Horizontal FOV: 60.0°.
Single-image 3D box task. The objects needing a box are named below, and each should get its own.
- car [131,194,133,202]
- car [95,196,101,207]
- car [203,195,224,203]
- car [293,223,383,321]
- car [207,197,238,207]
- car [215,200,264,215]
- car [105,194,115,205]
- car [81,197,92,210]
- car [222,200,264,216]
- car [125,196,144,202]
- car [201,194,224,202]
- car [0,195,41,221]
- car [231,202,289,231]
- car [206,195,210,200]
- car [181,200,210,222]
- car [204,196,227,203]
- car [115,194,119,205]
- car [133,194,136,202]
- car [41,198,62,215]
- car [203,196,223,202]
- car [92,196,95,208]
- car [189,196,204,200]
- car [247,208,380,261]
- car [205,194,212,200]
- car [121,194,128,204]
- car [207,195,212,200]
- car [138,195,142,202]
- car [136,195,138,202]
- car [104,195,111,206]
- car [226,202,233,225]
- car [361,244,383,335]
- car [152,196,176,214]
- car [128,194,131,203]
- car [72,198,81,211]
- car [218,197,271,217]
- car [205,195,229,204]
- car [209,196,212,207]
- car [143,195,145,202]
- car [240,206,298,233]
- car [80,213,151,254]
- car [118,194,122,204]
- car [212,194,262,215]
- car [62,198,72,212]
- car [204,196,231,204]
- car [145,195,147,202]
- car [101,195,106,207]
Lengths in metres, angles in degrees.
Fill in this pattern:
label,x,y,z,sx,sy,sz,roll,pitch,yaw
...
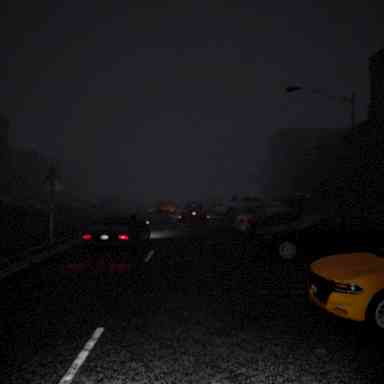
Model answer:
label,x,y,z,sx,sy,sz,roll,pitch,yaw
car,-15.551,1.504,70.485,4.553,1.767,2.185,0,0,0
car,-15.521,1.537,45.669,4.792,1.488,2.163,0,0,0
car,4.885,1.531,75.642,4.553,1.767,2.185,0,0,0
car,4.715,1.479,6.050,5.008,1.535,2.097,0,0,0
car,4.876,1.570,53.412,4.792,1.488,2.163,0,0,0
car,4.784,1.527,33.959,4.674,1.452,2.002,0,0,0
car,-15.509,1.413,53.942,4.553,1.767,2.185,0,0,0
car,-15.371,1.491,40.156,5.366,1.575,1.946,0,0,0
car,4.723,1.505,22.716,4.792,1.488,2.163,0,0,0
car,-15.492,1.856,89.772,5.008,1.535,2.097,0,-1,0
car,4.905,1.457,81.197,5.566,2.045,2.435,0,-1,0
car,-15.523,1.228,26.366,5.566,2.045,2.435,0,0,0
car,4.920,1.473,17.158,5.366,1.575,1.946,0,0,0
car,4.836,1.521,47.728,4.892,1.521,2.231,0,0,0
car,0.153,1.562,26.620,1.994,1.385,4.181,0,0,0
car,4.905,1.622,69.961,4.892,1.521,2.231,0,0,0
car,-15.531,1.551,56.698,5.008,1.535,2.097,0,0,0
car,-15.512,1.646,73.242,5.008,1.535,2.097,0,0,0
car,-15.741,1.478,31.878,5.366,1.575,1.946,0,0,0
car,4.923,1.719,78.419,4.674,1.452,2.002,0,0,0
car,-15.524,1.530,42.913,4.792,1.488,2.163,0,0,0
car,0.205,1.590,42.974,1.994,1.385,4.181,0,0,0
car,4.723,1.478,11.726,5.008,1.535,2.097,0,0,0
car,4.833,1.530,50.508,5.008,1.535,2.097,0,0,0
car,-15.559,1.329,62.214,5.566,2.045,2.435,0,0,0
car,4.819,1.552,45.074,4.674,1.452,2.002,0,0,0
car,-15.325,1.688,78.754,5.366,1.575,1.946,0,0,0
car,-15.511,1.708,75.996,4.674,1.452,2.002,0,0,0
car,-15.573,1.556,51.185,4.792,1.488,2.163,0,0,0
car,4.714,1.505,19.939,4.792,1.488,2.163,0,0,0
car,4.704,1.481,3.270,4.892,1.521,2.231,0,0,0
car,-2.816,1.489,36.300,1.882,1.535,5.008,0,0,0
car,-15.553,1.642,67.727,4.792,1.488,2.163,0,0,0
car,-15.745,1.485,37.393,5.366,1.575,1.946,0,0,0
car,4.810,1.357,31.089,4.553,1.767,2.185,0,0,0
car,4.854,1.467,64.520,4.553,1.767,2.185,0,0,0
car,4.811,1.499,39.516,4.892,1.521,2.231,0,0,0
car,-15.475,1.509,84.267,5.566,2.045,2.435,0,-1,0
car,4.754,1.507,14.381,4.792,1.488,2.163,0,0,0
car,-2.885,1.545,13.531,2.033,1.411,5.357,0,0,0
car,-15.504,1.594,59.454,4.792,1.488,2.163,0,0,0
car,4.797,1.228,28.277,5.566,2.045,2.435,0,0,0
car,-15.586,1.514,34.637,4.792,1.488,2.163,0,0,0
car,5.076,1.603,67.181,5.366,1.575,1.946,0,0,0
car,-15.472,1.556,87.019,5.566,2.045,2.435,0,-1,0
car,-15.544,1.557,48.390,4.674,1.452,2.002,0,0,0
